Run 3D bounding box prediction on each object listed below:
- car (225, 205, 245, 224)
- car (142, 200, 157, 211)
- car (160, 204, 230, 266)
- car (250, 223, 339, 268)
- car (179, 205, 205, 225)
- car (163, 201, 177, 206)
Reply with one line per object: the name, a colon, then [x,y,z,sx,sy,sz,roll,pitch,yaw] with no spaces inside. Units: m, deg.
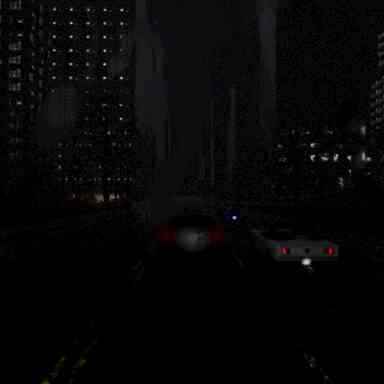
car: [3.304,1.838,27.980,1.812,1.442,4.674,0,0,1]
car: [-6.536,2.045,51.181,2.128,1.511,4.902,0,-1,0]
car: [0.045,1.493,12.280,2.097,1.767,4.553,0,-1,0]
car: [3.288,1.735,11.719,1.895,1.301,4.718,0,-1,1]
car: [0.050,1.872,27.459,1.994,1.385,4.181,0,0,1]
car: [-3.289,2.115,50.860,1.994,1.385,4.181,0,-1,0]
